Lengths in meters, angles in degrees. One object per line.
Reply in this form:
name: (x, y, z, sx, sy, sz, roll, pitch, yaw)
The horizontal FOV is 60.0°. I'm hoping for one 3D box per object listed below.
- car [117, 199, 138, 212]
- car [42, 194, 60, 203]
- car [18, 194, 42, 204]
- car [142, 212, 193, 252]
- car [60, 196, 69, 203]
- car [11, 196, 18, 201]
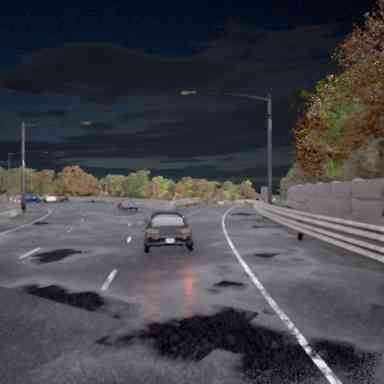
car: (-7.901, 1.598, 40.673, 2.033, 1.411, 5.357, 0, 0, -21)
car: (-31.730, 1.405, 72.887, 2.150, 2.045, 5.566, 0, 0, -44)
car: (-34.469, 1.410, 70.680, 2.150, 2.045, 5.566, 0, 0, -44)
car: (-1.074, 1.547, 13.953, 1.812, 1.442, 4.674, 0, 0, -8)
car: (-29.696, 1.660, 75.823, 1.837, 1.490, 4.892, 0, 0, -44)
car: (-41.052, 1.640, 77.411, 4.718, 1.301, 1.895, 0, 0, 40)
